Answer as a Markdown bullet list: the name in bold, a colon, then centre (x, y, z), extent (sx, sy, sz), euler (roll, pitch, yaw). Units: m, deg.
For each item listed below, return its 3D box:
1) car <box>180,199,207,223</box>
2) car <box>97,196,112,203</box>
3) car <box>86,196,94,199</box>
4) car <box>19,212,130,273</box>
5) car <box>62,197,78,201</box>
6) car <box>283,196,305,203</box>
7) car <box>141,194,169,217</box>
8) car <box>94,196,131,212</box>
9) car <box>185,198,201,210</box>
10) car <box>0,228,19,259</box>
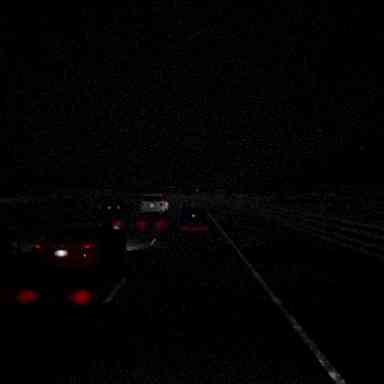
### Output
- **car**: centre (0.103, 1.474, 25.291), extent (1.882, 1.535, 5.008), euler (0, 0, 0)
- **car**: centre (-17.491, 1.511, 66.796), extent (1.994, 1.385, 4.181), euler (0, 0, 0)
- **car**: centre (-20.990, 1.502, 70.933), extent (1.895, 1.301, 4.718), euler (0, 0, 0)
- **car**: centre (-3.398, 1.565, 10.649), extent (1.994, 1.385, 4.181), euler (0, 0, 0)
- **car**: centre (-24.491, 1.554, 66.767), extent (1.895, 1.301, 4.718), euler (0, 0, 0)
- **car**: centre (17.662, 1.184, 57.700), extent (1.812, 1.442, 4.674), euler (0, -2, -17)
- **car**: centre (-3.408, 1.215, 30.905), extent (2.150, 2.045, 5.566), euler (0, 0, 0)
- **car**: centre (-6.897, 1.346, 29.892), extent (2.097, 1.767, 4.553), euler (0, 0, 0)
- **car**: centre (0.106, 1.547, 42.817), extent (1.994, 1.385, 4.181), euler (0, 0, 0)
- **car**: centre (-6.898, 1.506, 9.719), extent (1.837, 1.490, 4.892), euler (0, 0, 0)
